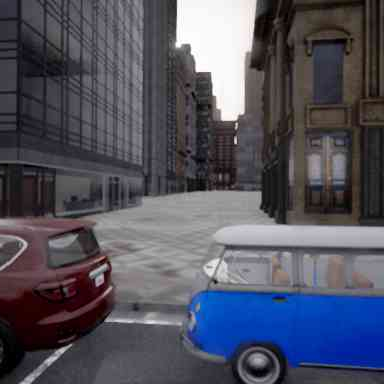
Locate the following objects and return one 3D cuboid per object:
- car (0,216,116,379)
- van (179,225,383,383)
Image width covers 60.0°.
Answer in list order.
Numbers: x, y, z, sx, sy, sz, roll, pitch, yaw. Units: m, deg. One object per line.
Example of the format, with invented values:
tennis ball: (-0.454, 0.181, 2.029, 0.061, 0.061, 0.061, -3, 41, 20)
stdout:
car: (-3.661, 1.318, 4.980, 5.009, 1.841, 2.192, 0, 0, 8)
van: (1.940, 1.343, 4.241, 3.998, 1.788, 1.690, 0, 0, 8)
